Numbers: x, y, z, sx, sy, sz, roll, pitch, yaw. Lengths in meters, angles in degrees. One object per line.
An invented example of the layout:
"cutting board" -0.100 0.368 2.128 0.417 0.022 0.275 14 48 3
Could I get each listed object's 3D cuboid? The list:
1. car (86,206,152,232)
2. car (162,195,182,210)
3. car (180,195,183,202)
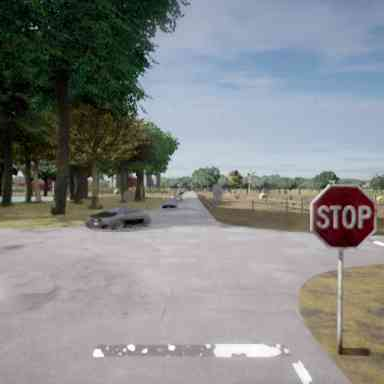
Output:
"car" -4.135 1.529 19.432 1.994 1.385 4.181 0 -1 28
"car" -2.778 1.503 42.721 2.033 1.411 5.357 0 0 0
"car" -2.785 1.375 67.545 2.128 1.511 4.902 0 0 0
